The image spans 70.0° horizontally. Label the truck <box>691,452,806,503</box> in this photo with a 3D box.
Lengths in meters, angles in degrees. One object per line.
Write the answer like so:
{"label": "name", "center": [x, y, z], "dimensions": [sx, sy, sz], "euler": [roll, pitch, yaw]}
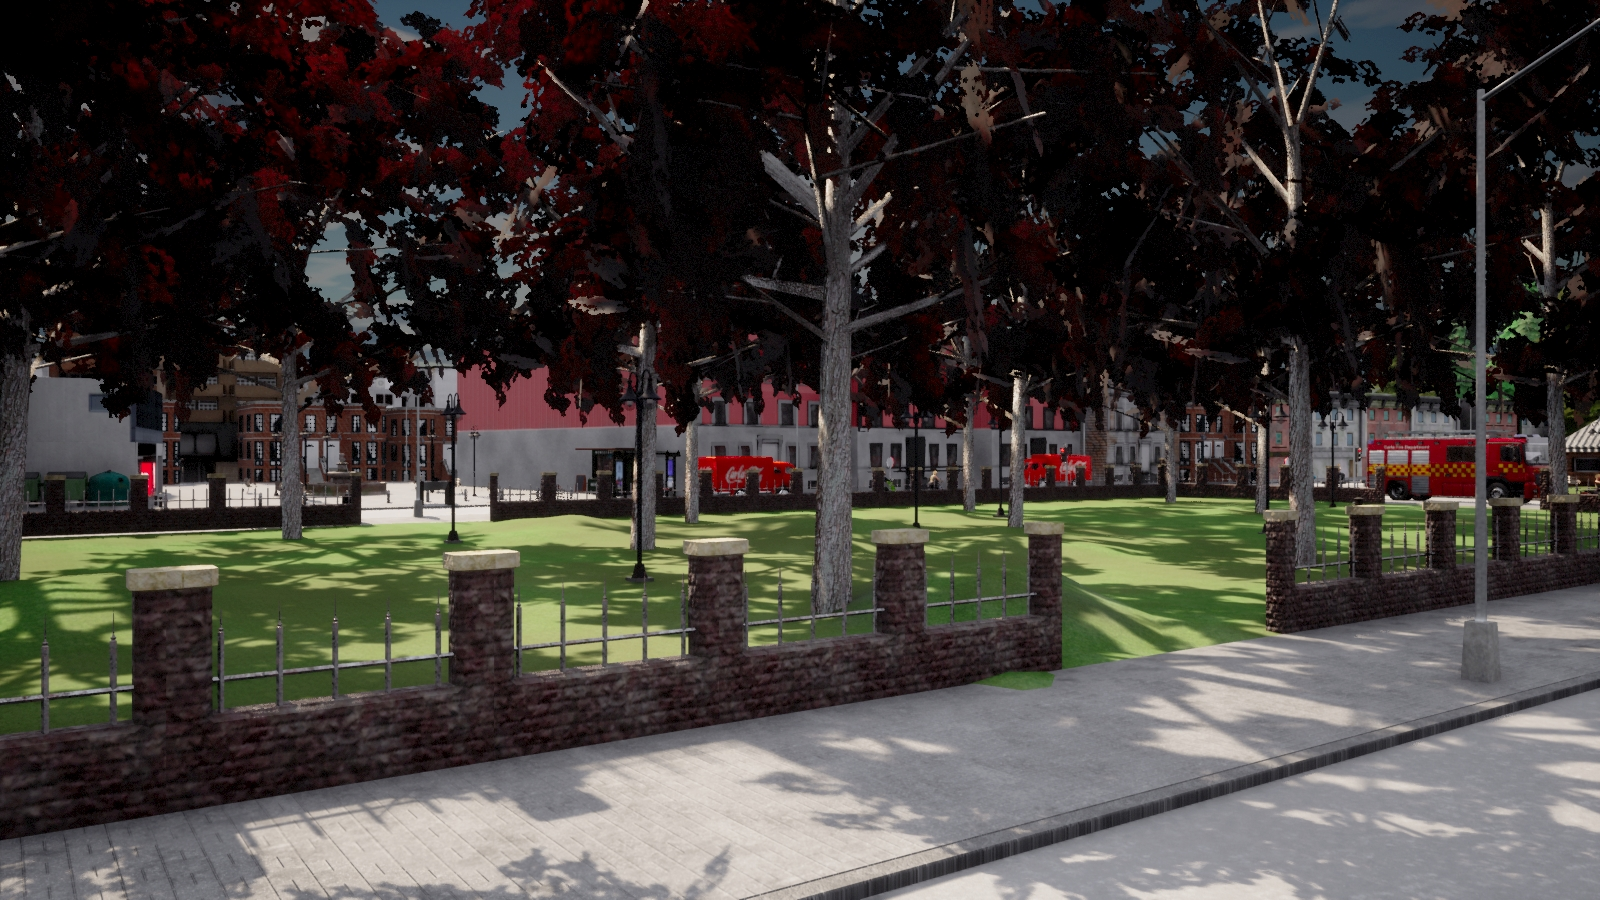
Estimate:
{"label": "truck", "center": [-2.582, 1.335, 57.891], "dimensions": [5.204, 2.467, 2.627], "euler": [0, 0, -35]}

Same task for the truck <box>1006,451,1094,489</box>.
{"label": "truck", "center": [16.681, 1.333, 76.150], "dimensions": [5.204, 2.467, 2.627], "euler": [1, 0, -27]}

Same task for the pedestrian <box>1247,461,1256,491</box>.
{"label": "pedestrian", "center": [27.869, 1.603, 70.567], "dimensions": [0.375, 1.860, 0.375], "euler": [0, 0, -23]}

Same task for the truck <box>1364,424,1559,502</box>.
{"label": "truck", "center": [34.631, 0.645, 60.204], "dimensions": [2.891, 3.827, 8.468], "euler": [0, 0, -34]}
